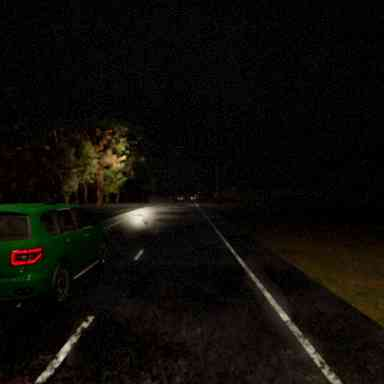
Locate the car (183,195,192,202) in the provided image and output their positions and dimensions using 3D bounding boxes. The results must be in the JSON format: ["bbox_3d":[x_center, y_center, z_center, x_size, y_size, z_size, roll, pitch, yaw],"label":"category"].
[{"bbox_3d":[-1.193,1.639,80.939,1.837,1.490,4.892,0,0,-1],"label":"car"}]

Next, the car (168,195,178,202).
[{"bbox_3d":[-4.686,1.665,80.504,1.837,1.490,4.892,0,0,-1],"label":"car"}]

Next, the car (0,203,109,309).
[{"bbox_3d":[-3.620,1.267,8.067,2.150,2.045,5.566,0,0,-1],"label":"car"}]

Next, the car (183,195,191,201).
[{"bbox_3d":[-1.342,1.586,90.978,1.994,1.385,4.181,0,0,-1],"label":"car"}]

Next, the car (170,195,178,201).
[{"bbox_3d":[-4.840,1.600,90.927,2.033,1.411,5.357,0,0,-1],"label":"car"}]
